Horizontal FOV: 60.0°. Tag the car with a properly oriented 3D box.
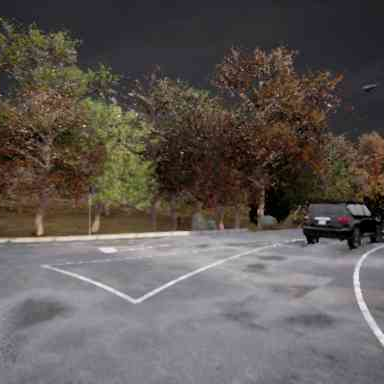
[{"bbox_3d":[7.367,1.460,16.089,2.150,2.045,5.566,0,-2,43],"label":"car"}]
